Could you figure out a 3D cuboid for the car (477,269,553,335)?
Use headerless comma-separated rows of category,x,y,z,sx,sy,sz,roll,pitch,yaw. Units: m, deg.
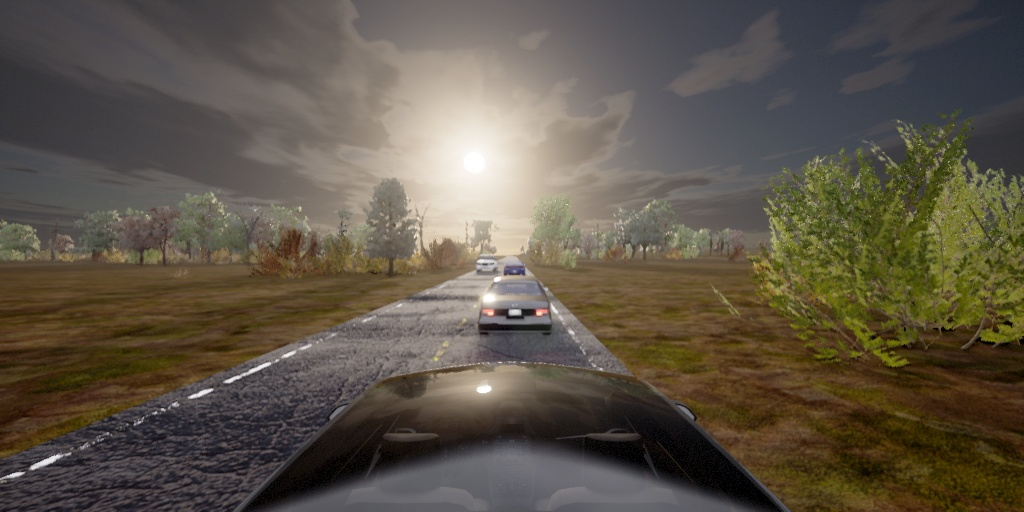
car,0.118,1.274,10.355,2.033,1.411,5.357,0,0,1

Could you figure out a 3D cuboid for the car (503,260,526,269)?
car,0.228,1.133,32.577,1.882,1.535,5.008,0,0,0

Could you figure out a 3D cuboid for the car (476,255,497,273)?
car,-2.928,0.845,41.745,2.150,2.045,5.566,0,0,0
